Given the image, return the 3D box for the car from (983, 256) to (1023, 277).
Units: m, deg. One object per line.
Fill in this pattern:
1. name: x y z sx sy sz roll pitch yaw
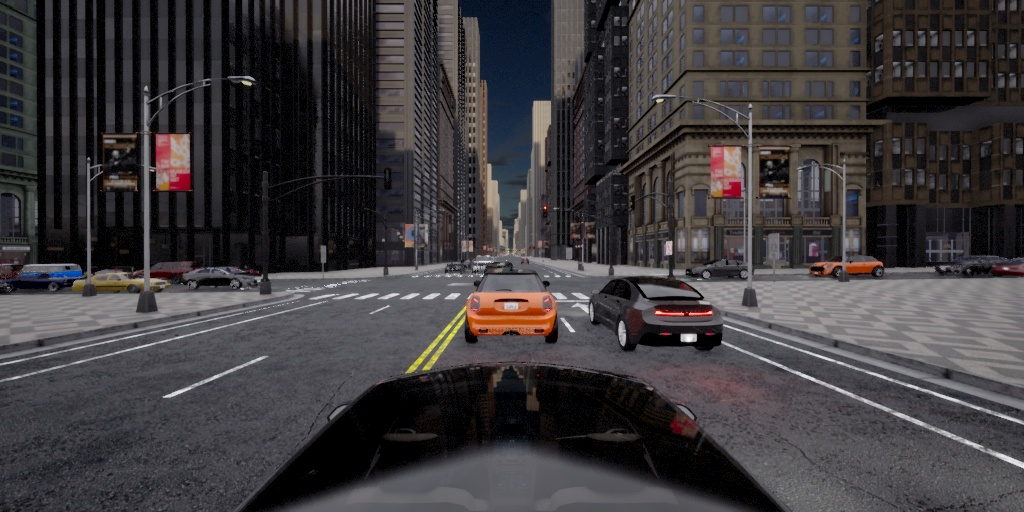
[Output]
1. car: 36.094 0.809 24.760 4.181 1.385 1.994 -1 0 0

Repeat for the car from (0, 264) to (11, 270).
1. car: -44.394 1.621 30.583 5.009 1.841 2.192 0 0 0

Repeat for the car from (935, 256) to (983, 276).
1. car: 36.085 0.723 27.949 4.902 1.511 2.128 -1 0 0

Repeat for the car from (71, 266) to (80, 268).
1. car: -34.220 1.751 30.574 4.207 1.307 1.802 0 0 0

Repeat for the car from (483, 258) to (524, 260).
1. car: -0.841 1.210 33.658 1.882 1.535 5.008 1 0 20

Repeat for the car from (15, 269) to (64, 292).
1. car: -32.044 1.765 24.695 4.718 1.301 1.895 -1 0 -1

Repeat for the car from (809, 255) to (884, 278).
1. car: 25.949 0.719 27.946 4.553 1.767 2.097 -1 0 0

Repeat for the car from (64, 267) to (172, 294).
1. car: -23.884 1.592 22.038 4.829 1.417 1.751 0 0 0

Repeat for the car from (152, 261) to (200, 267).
1. car: -29.133 1.414 30.570 5.009 1.841 2.192 0 0 0

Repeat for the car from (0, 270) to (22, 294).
1. car: -33.825 1.751 22.035 4.403 1.370 2.007 0 0 0

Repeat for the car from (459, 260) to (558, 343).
1. car: -0.008 1.101 9.858 2.097 1.767 4.553 0 0 0

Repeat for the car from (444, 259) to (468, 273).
1. car: -6.703 1.295 42.409 1.994 1.385 4.181 0 0 0

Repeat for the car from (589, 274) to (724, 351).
1. car: 3.234 1.254 8.998 1.837 1.490 4.892 0 0 0

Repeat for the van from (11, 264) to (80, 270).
1. van: -39.307 1.578 30.578 3.998 1.789 1.690 0 0 0

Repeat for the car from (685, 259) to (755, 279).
1. car: 16.121 1.003 27.941 4.892 1.490 1.837 -1 0 0

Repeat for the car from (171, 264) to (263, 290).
1. car: -19.841 1.490 24.677 4.902 1.511 2.128 -1 0 1

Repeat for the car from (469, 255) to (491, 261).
1. car: -3.456 0.951 43.252 2.150 2.045 5.566 0 0 0
